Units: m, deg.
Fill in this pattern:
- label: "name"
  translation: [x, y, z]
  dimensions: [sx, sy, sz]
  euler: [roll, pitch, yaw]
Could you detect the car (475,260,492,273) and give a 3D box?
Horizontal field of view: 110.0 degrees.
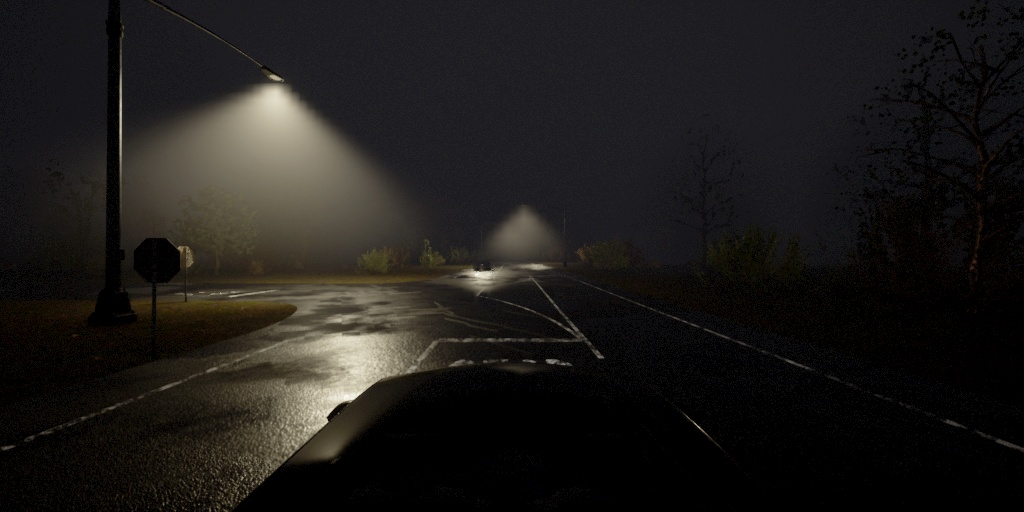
- label: "car"
  translation: [-3.484, 1.236, 43.836]
  dimensions: [1.812, 1.442, 4.674]
  euler: [0, 0, 0]
